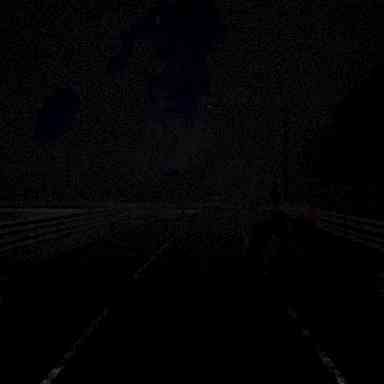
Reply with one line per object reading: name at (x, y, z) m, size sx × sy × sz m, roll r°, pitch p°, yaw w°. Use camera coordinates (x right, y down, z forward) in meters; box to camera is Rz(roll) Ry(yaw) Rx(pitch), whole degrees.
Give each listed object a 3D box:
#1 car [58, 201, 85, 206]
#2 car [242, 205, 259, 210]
car at (-22.862, 2.473, 63.120) m, size 4.902 × 1.511 × 2.128 m, roll 1°, pitch -3°, yaw -16°
car at (14.427, 3.791, 81.703) m, size 4.718 × 1.301 × 1.895 m, roll 3°, pitch -4°, yaw -38°
